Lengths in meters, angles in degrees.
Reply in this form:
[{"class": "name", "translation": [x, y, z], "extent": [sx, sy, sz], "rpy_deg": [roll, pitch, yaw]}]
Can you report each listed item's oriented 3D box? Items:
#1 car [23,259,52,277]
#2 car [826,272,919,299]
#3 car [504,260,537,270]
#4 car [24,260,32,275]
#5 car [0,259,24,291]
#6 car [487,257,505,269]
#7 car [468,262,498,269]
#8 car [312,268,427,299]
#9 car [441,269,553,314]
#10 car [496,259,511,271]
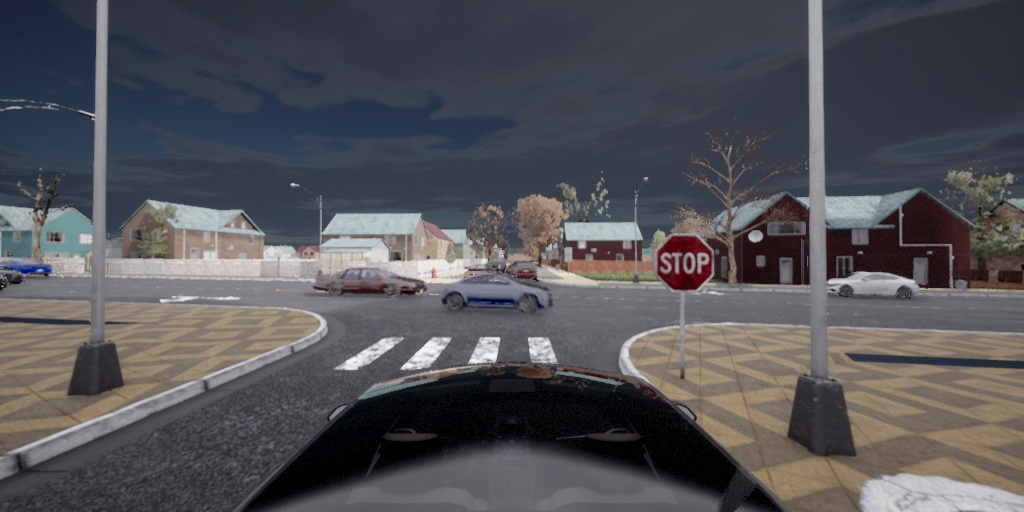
[{"class": "car", "translation": [-40.689, 0.999, 29.408], "extent": [5.008, 1.535, 1.882], "rpy_deg": [1, -1, 8]}, {"class": "car", "translation": [20.386, 1.646, 20.727], "extent": [4.674, 1.442, 1.812], "rpy_deg": [1, -1, 8]}, {"class": "car", "translation": [0.847, 1.238, 31.080], "extent": [2.097, 1.767, 4.553], "rpy_deg": [0, 0, -8]}, {"class": "car", "translation": [-31.934, 1.081, 21.398], "extent": [4.181, 1.385, 1.994], "rpy_deg": [1, -1, 8]}, {"class": "car", "translation": [-27.473, 1.010, 17.481], "extent": [4.902, 1.511, 2.128], "rpy_deg": [1, -1, 8]}, {"class": "car", "translation": [-1.795, 1.176, 43.681], "extent": [2.150, 2.045, 5.566], "rpy_deg": [0, 0, 3]}, {"class": "car", "translation": [-2.812, 1.453, 31.337], "extent": [1.994, 1.385, 4.181], "rpy_deg": [0, 0, 9]}, {"class": "car", "translation": [-7.043, 1.290, 17.857], "extent": [5.357, 1.411, 2.033], "rpy_deg": [1, -1, 8]}, {"class": "car", "translation": [-0.544, 1.337, 13.652], "extent": [4.181, 1.385, 1.994], "rpy_deg": [1, -1, 8]}, {"class": "car", "translation": [-1.280, 1.382, 55.548], "extent": [2.097, 1.767, 4.553], "rpy_deg": [0, 0, 3]}]
